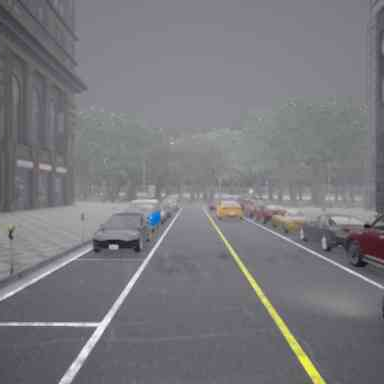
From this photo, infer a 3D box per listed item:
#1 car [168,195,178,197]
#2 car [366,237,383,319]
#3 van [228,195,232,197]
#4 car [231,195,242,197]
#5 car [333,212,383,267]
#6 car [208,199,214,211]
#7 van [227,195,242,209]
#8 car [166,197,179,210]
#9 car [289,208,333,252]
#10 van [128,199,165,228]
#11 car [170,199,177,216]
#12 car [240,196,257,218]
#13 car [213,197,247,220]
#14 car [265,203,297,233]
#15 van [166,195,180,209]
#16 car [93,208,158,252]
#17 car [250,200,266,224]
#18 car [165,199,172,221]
[{"bbox_3d":[-2.665,1.438,41.016,1.967,1.590,4.097,0,0,0],"label":"car"},{"bbox_3d":[3.905,1.535,3.328,1.812,1.442,4.674,0,0,0],"label":"car"},{"bbox_3d":[5.860,1.358,40.994,1.690,1.788,3.998,0,0,0],"label":"van"},{"bbox_3d":[5.847,1.330,35.557,2.192,1.841,5.009,0,0,0],"label":"car"},{"bbox_3d":[5.779,1.327,8.369,2.192,1.841,5.009,0,0,0],"label":"car"},{"bbox_3d":[3.129,1.576,41.655,1.994,1.385,4.181,0,0,1],"label":"car"},{"bbox_3d":[5.874,1.360,46.432,1.690,1.788,3.998,0,0,0],"label":"van"},{"bbox_3d":[-2.679,1.522,35.409,1.752,1.417,4.829,0,0,0],"label":"car"},{"bbox_3d":[5.792,1.562,13.806,2.008,1.369,4.403,0,0,0],"label":"car"},{"bbox_3d":[-2.719,1.334,19.266,1.690,1.788,3.998,0,0,0],"label":"van"},{"bbox_3d":[-2.692,1.561,30.141,1.947,1.339,4.313,0,0,0],"label":"car"},{"bbox_3d":[5.833,1.454,30.119,1.967,1.590,4.097,0,0,0],"label":"car"},{"bbox_3d":[3.108,1.485,28.182,1.882,1.535,5.008,0,0,1],"label":"car"},{"bbox_3d":[5.806,1.537,19.414,1.752,1.417,4.829,0,0,0],"label":"car"},{"bbox_3d":[-2.651,1.341,46.454,1.690,1.788,3.998,0,0,0],"label":"van"},{"bbox_3d":[-2.733,1.559,13.828,1.947,1.339,4.313,0,0,0],"label":"car"},{"bbox_3d":[5.819,1.557,24.682,1.887,1.381,4.507,0,0,0],"label":"car"},{"bbox_3d":[-2.706,1.519,24.533,1.752,1.417,4.829,0,0,0],"label":"car"}]
